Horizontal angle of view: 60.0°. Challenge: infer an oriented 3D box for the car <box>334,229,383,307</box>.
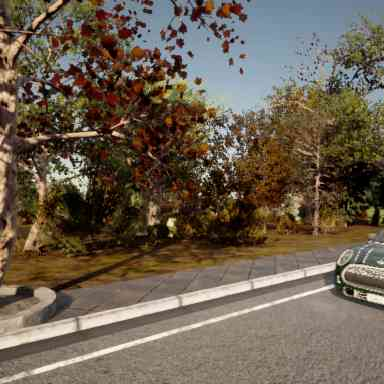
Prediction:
[{"bbox_3d":[5.190,1.369,7.383,4.553,1.767,2.097,0,0,-35],"label":"car"}]
